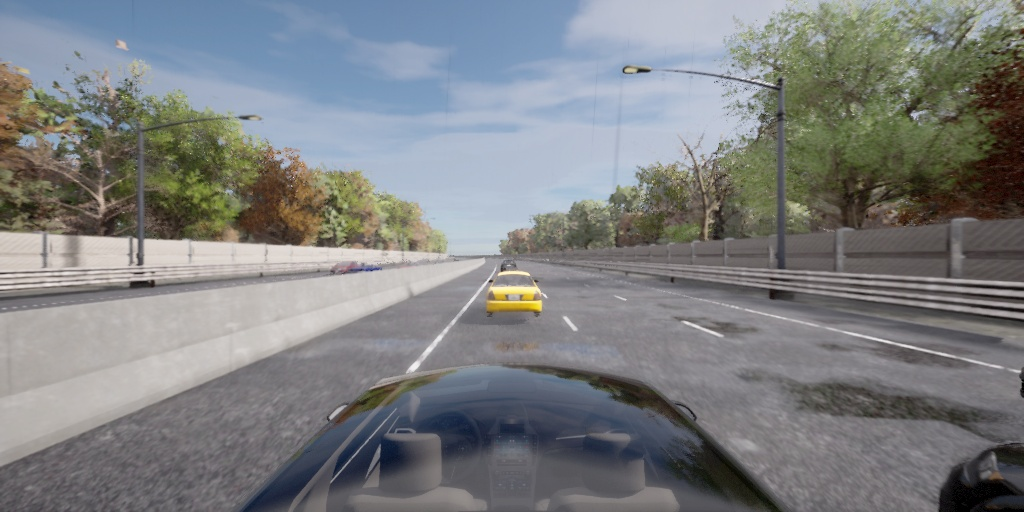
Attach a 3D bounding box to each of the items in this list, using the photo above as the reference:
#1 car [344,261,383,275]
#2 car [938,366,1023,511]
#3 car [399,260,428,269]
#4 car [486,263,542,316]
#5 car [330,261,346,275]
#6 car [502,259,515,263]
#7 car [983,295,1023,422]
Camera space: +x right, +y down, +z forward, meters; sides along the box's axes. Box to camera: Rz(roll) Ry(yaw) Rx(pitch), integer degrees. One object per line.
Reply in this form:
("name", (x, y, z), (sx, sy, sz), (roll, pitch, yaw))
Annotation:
("car", (-14.432, 1.361, 35.531), (1.895, 1.301, 4.718), (0, 0, -1))
("car", (3.592, 1.313, 0.392), (1.994, 1.385, 4.181), (0, 0, 0))
("car", (-11.014, 1.362, 39.703), (1.895, 1.301, 4.718), (0, 0, -1))
("car", (0.052, 1.210, 13.237), (1.801, 1.575, 5.366), (0, 0, 0))
("car", (-18.002, 1.286, 39.117), (1.812, 1.442, 4.674), (0, 0, -1))
("car", (-0.433, 1.195, 44.597), (2.033, 1.649, 4.856), (0, 0, -1))
("car", (7.092, 1.254, 2.251), (1.837, 1.490, 4.892), (0, 0, 0))
